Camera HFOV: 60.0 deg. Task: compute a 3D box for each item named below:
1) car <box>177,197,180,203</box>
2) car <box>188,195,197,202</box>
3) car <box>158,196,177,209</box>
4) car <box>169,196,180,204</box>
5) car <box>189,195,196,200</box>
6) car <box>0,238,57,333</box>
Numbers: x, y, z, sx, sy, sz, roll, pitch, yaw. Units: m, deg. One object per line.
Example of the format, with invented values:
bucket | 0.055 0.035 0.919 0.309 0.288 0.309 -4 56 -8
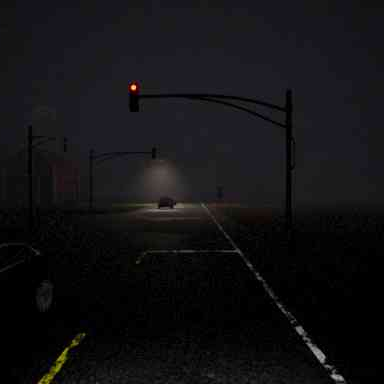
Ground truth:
car | -3.487 1.477 55.064 1.812 1.442 4.674 0 0 1
car | 0.131 1.388 76.982 1.882 1.535 5.008 0 0 0
car | -3.513 1.443 45.201 1.882 1.535 5.008 0 0 0
car | -3.433 1.536 64.992 1.895 1.301 4.718 0 0 1
car | 0.147 1.440 86.669 1.994 1.385 4.181 0 0 0
car | -3.598 1.491 4.723 2.128 1.511 4.902 0 0 0
